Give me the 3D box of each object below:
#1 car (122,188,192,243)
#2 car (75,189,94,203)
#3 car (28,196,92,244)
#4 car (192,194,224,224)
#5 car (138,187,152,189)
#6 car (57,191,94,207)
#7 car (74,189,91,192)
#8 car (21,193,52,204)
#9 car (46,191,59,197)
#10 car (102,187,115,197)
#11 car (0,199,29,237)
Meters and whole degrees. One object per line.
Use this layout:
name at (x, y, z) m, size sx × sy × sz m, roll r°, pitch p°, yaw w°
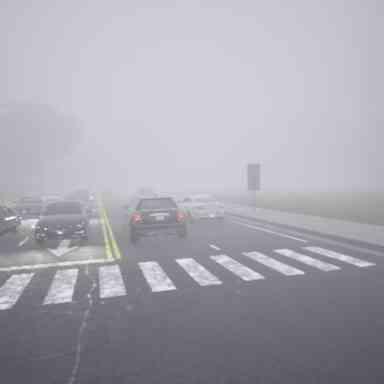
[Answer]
car at (-1.748, 0.905, 13.965) m, size 2.097 × 1.767 × 4.553 m, roll -2°, pitch 2°, yaw -16°
car at (-13.261, 0.407, 41.227) m, size 1.882 × 1.535 × 5.008 m, roll -2°, pitch 2°, yaw -16°
car at (-5.416, 1.151, 14.246) m, size 1.837 × 1.490 × 4.892 m, roll -2°, pitch 2°, yaw -16°
car at (0.311, 0.865, 18.462) m, size 1.812 × 1.442 × 4.674 m, roll -2°, pitch 2°, yaw -16°
car at (-5.524, 0.162, 38.422) m, size 2.097 × 1.767 × 4.553 m, roll -2°, pitch 2°, yaw -16°
car at (-8.014, 0.937, 23.124) m, size 1.812 × 1.442 × 4.674 m, roll -2°, pitch 2°, yaw -16°
car at (-10.503, 0.533, 31.755) m, size 2.097 × 1.767 × 4.553 m, roll -2°, pitch 2°, yaw -16°
car at (-11.553, 1.054, 23.704) m, size 1.994 × 1.385 × 4.181 m, roll -2°, pitch 2°, yaw -16°
car at (-15.182, 0.687, 36.107) m, size 1.812 × 1.442 × 4.674 m, roll -2°, pitch 2°, yaw -16°
car at (-13.754, -0.030, 54.628) m, size 2.128 × 1.511 × 4.902 m, roll -2°, pitch 2°, yaw -16°
car at (-8.752, 1.291, 14.125) m, size 2.033 × 1.411 × 5.357 m, roll -2°, pitch 2°, yaw -15°
